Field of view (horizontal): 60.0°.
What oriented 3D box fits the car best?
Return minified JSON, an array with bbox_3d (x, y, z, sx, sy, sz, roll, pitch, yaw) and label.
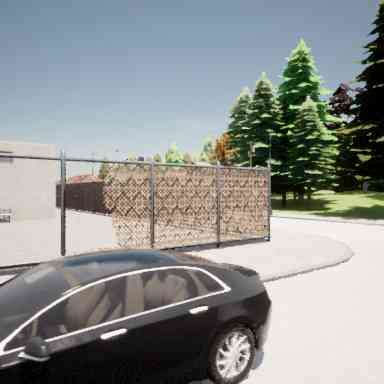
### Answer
[{"bbox_3d":[-1.173,1.504,3.771,4.892,1.490,1.837,0,0,-36],"label":"car"}]
